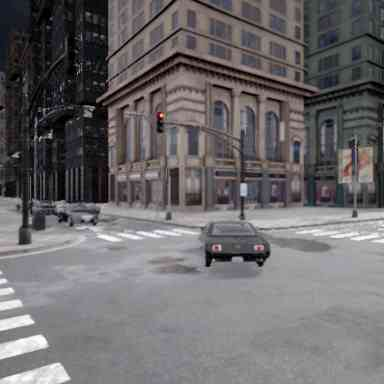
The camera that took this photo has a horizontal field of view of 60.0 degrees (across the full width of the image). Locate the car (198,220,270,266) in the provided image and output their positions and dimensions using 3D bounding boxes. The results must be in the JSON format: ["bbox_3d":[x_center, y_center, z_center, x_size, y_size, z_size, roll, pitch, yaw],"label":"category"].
[{"bbox_3d":[1.247,1.620,11.632,1.895,1.301,4.718,0,0,-1],"label":"car"}]

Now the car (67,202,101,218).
[{"bbox_3d":[-10.606,1.652,32.402,1.895,1.301,4.718,0,0,-35],"label":"car"}]

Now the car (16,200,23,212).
[{"bbox_3d":[-19.841,1.614,39.944,2.033,1.411,5.357,0,0,-36],"label":"car"}]

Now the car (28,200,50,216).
[{"bbox_3d":[-13.777,1.618,31.350,1.994,1.385,4.181,0,0,-36],"label":"car"}]

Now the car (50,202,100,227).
[{"bbox_3d":[-8.111,1.534,23.348,2.128,1.511,4.902,0,0,-35],"label":"car"}]
